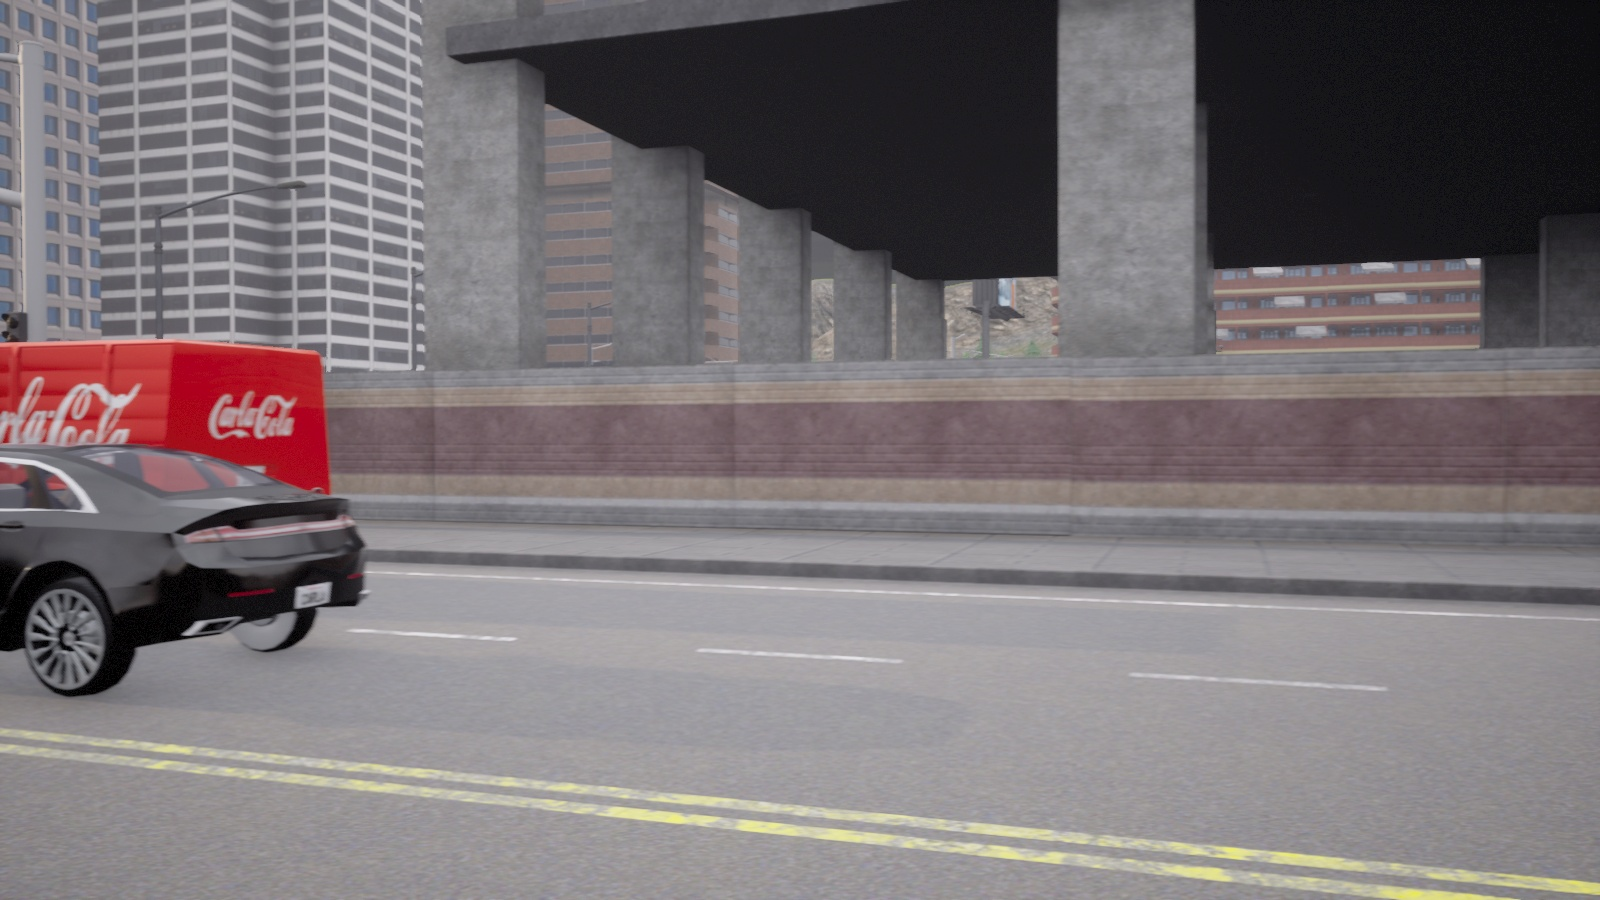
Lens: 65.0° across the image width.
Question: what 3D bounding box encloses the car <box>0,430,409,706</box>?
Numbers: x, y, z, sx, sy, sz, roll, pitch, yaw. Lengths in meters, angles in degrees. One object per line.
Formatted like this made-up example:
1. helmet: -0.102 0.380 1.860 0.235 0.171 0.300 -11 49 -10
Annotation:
1. car: -5.449 0.623 8.718 4.902 1.511 2.128 1 1 19

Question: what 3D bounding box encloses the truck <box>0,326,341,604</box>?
1. truck: -7.869 0.098 13.219 5.204 2.467 2.627 1 1 19
